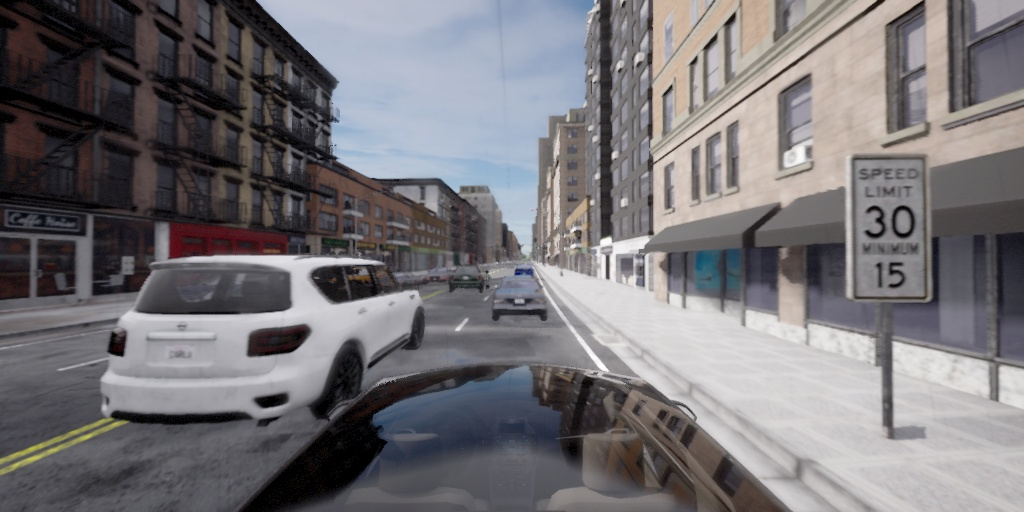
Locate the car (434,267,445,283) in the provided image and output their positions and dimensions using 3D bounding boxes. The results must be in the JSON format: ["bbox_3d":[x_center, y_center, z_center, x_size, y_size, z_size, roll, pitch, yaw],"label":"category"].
[{"bbox_3d":[-5.769,1.586,29.055,1.994,1.385,4.181,0,-1,2],"label":"car"}]

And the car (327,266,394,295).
[{"bbox_3d":[-9.286,1.434,22.532,1.882,1.535,5.008,0,-1,3],"label":"car"}]

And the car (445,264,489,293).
[{"bbox_3d":[-2.603,1.314,22.946,2.097,1.767,4.553,0,-1,2],"label":"car"}]

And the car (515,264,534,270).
[{"bbox_3d":[1.289,1.582,37.125,1.882,1.535,5.008,0,0,3],"label":"car"}]

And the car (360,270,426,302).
[{"bbox_3d":[-6.181,1.488,19.147,1.994,1.385,4.181,0,-1,2],"label":"car"}]

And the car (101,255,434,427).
[{"bbox_3d":[-3.093,1.017,6.053,2.150,2.045,5.566,0,0,1],"label":"car"}]

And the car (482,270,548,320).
[{"bbox_3d":[0.291,1.416,13.156,2.033,1.411,5.357,0,-1,1],"label":"car"}]
